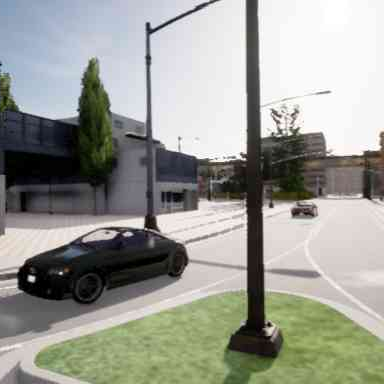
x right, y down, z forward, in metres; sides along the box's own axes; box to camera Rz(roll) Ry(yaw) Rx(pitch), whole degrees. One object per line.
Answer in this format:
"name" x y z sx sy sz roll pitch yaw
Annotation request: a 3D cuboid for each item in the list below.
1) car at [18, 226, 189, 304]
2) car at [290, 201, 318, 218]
"car" -1.999 1.588 8.352 1.994 1.385 4.181 -1 0 41
"car" 9.942 1.488 29.384 1.895 1.301 4.718 -1 0 26
